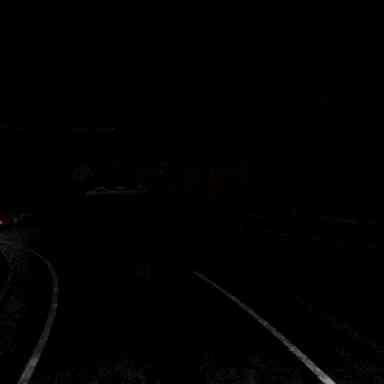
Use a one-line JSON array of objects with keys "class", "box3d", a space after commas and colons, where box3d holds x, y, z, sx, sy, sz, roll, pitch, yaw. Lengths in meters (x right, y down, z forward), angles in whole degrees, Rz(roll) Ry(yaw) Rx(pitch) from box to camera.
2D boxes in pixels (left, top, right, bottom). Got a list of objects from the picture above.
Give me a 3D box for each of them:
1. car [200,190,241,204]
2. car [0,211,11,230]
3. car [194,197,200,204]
[{"class": "car", "box3d": [4.512, 0.820, 51.894, 5.566, 2.045, 2.150, -2, 0, -35]}, {"class": "car", "box3d": [-13.757, 1.726, 21.076, 5.008, 1.535, 1.882, -1, -1, 25]}, {"class": "car", "box3d": [2.528, 1.127, 54.768, 4.902, 1.511, 2.128, -2, 0, -35]}]
